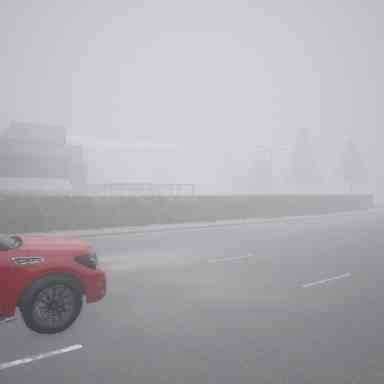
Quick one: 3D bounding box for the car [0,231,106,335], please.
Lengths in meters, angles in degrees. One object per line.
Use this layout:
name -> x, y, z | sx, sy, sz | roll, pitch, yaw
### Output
car -> -4.196, 1.221, 5.052 | 5.566, 2.045, 2.150 | 0, 0, -35
